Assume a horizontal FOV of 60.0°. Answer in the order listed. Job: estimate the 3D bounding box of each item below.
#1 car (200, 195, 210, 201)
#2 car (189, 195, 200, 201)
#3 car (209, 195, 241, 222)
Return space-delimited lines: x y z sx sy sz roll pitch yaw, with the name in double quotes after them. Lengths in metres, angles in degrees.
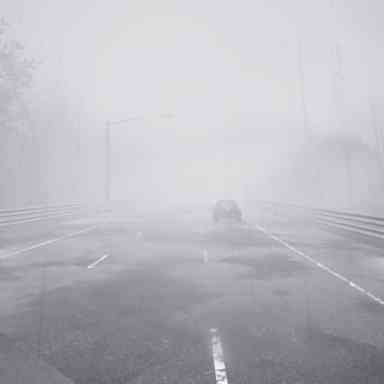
3.772 1.677 85.813 1.895 1.301 4.718 0 0 7 "car"
0.242 1.622 85.746 2.033 1.411 5.357 0 0 7 "car"
2.691 1.363 26.766 2.097 1.767 4.553 0 0 2 "car"
